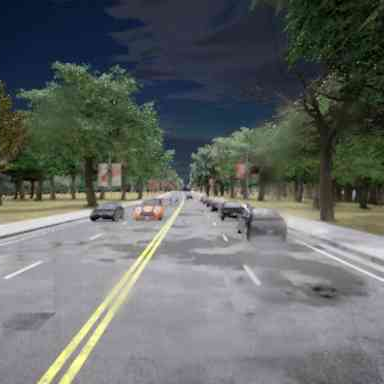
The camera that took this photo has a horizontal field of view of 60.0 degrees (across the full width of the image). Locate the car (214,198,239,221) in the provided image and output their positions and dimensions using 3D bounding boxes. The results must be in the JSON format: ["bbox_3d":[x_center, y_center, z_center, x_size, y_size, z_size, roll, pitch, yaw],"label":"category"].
[{"bbox_3d":[3.215,1.501,27.712,1.882,1.535,5.008,0,0,0],"label":"car"}]

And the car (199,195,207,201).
[{"bbox_3d":[2.706,1.429,82.765,1.882,1.535,5.008,0,0,-1],"label":"car"}]

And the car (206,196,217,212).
[{"bbox_3d":[3.161,1.533,38.754,2.163,1.488,4.792,0,0,0],"label":"car"}]

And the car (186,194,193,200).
[{"bbox_3d":[-0.685,1.367,91.908,1.837,1.490,4.892,0,0,-1],"label":"car"}]

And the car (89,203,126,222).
[{"bbox_3d":[-6.631,1.572,26.745,2.033,1.411,5.357,0,0,0],"label":"car"}]

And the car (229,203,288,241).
[{"bbox_3d":[3.344,1.505,16.633,2.128,1.511,4.902,0,0,0],"label":"car"}]

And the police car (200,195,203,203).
[{"bbox_3d":[2.982,1.515,60.746,2.038,1.542,4.974,0,0,-1],"label":"police car"}]

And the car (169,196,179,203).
[{"bbox_3d":[-3.602,1.496,67.738,2.128,1.511,4.902,0,0,0],"label":"car"}]

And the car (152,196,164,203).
[{"bbox_3d":[-6.844,1.587,67.253,1.895,1.301,4.718,0,0,-1],"label":"car"}]

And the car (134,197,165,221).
[{"bbox_3d":[-3.381,1.376,27.334,2.097,1.767,4.553,0,0,0],"label":"car"}]

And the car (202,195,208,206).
[{"bbox_3d":[3.083,1.528,49.765,2.163,1.488,4.792,0,0,0],"label":"car"}]
